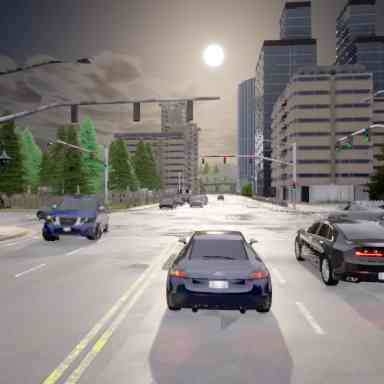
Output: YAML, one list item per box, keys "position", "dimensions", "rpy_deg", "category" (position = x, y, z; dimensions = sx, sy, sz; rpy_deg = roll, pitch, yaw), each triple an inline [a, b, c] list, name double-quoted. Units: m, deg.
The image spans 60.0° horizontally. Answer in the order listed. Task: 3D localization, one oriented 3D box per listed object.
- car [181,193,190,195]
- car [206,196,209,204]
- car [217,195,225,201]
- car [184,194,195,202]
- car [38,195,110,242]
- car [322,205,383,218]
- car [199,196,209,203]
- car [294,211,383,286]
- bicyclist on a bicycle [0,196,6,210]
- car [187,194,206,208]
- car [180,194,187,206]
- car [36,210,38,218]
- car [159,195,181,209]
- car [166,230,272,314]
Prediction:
- position: [-1.398, 1.221, 64.914]
  dimensions: [2.150, 2.045, 5.566]
  rpy_deg: [0, 0, 5]
  category: "car"
- position: [1.500, 1.352, 58.043]
  dimensions: [2.097, 1.767, 4.553]
  rpy_deg: [0, 0, 5]
  category: "car"
- position: [7.431, 1.500, 85.849]
  dimensions: [1.837, 1.490, 4.892]
  rpy_deg: [0, 0, 5]
  category: "car"
- position: [-0.517, 1.355, 74.867]
  dimensions: [2.097, 1.767, 4.553]
  rpy_deg: [0, 0, 5]
  category: "car"
- position: [-5.540, 1.221, 16.826]
  dimensions: [2.150, 2.045, 5.566]
  rpy_deg: [2, 0, -6]
  category: "car"
- position: [12.455, 1.601, 25.052]
  dimensions: [4.718, 1.301, 1.895]
  rpy_deg: [0, 0, 5]
  category: "car"
- position: [2.443, 1.505, 68.413]
  dimensions: [1.837, 1.490, 4.892]
  rpy_deg: [0, 0, 5]
  category: "car"
- position: [4.233, 1.505, 9.346]
  dimensions: [1.837, 1.490, 4.892]
  rpy_deg: [0, 0, 5]
  category: "car"
- position: [-22.306, 1.301, 38.971]
  dimensions: [0.582, 1.620, 1.656]
  rpy_deg: [0, 0, 5]
  category: "bicyclist on a bicycle"
- position: [0.718, 1.505, 48.952]
  dimensions: [1.837, 1.490, 4.892]
  rpy_deg: [0, 0, 5]
  category: "car"
- position: [-2.300, 1.547, 54.778]
  dimensions: [2.033, 1.411, 5.357]
  rpy_deg: [0, 0, 5]
  category: "car"
- position: [-10.439, 1.564, 27.284]
  dimensions: [4.181, 1.385, 1.994]
  rpy_deg: [0, 0, -1]
  category: "car"
- position: [-3.151, 1.547, 44.740]
  dimensions: [2.033, 1.411, 5.357]
  rpy_deg: [0, 0, 5]
  category: "car"
- position: [0.600, 1.564, 7.730]
  dimensions: [1.994, 1.385, 4.181]
  rpy_deg: [0, 0, 4]
  category: "car"
